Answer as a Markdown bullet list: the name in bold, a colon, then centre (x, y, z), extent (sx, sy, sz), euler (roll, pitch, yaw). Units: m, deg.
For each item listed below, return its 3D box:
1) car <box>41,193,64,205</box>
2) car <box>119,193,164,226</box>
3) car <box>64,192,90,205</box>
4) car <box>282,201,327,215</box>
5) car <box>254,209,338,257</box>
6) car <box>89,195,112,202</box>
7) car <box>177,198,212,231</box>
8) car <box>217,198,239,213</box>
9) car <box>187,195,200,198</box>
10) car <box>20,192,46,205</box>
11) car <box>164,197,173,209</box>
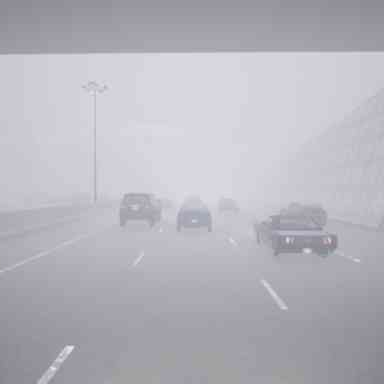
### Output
- **car**: centre (-20.924, 1.240, 51.826), extent (2.033, 1.411, 5.357), euler (0, 0, 0)
- **car**: centre (-3.368, 1.082, 22.392), extent (2.150, 2.045, 5.566), euler (0, 0, 0)
- **car**: centre (-17.424, 0.987, 51.790), extent (2.150, 2.045, 5.566), euler (0, 0, 0)
- **car**: centre (7.132, 1.374, 21.650), extent (1.837, 1.490, 4.892), euler (0, 0, 0)
- **car**: centre (3.618, 1.524, 12.608), extent (1.895, 1.301, 4.718), euler (0, 0, 0)
- **car**: centre (-13.924, 1.184, 51.816), extent (1.882, 1.535, 5.008), euler (0, 0, 0)
- **car**: centre (0.128, 1.357, 19.816), extent (1.882, 1.535, 5.008), euler (0, 0, 0)
- **car**: centre (3.650, 1.339, 34.402), extent (2.033, 1.411, 5.357), euler (0, 0, 0)
- **car**: centre (0.159, 1.117, 39.139), extent (2.097, 1.767, 4.553), euler (0, 1, 0)
- **car**: centre (-24.424, 0.966, 51.800), extent (2.150, 2.045, 5.566), euler (0, 0, 0)
- **car**: centre (-3.343, 1.322, 39.816), extent (1.994, 1.385, 4.181), euler (0, 0, 0)
